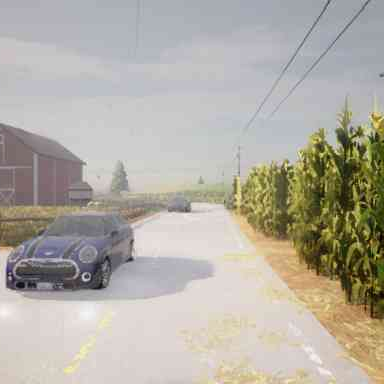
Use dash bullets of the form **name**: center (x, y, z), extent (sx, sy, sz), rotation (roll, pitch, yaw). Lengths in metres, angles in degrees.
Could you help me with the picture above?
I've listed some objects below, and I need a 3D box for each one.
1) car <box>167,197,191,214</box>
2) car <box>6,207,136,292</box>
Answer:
- **car**: center (-1.348, 1.349, 35.783), extent (2.097, 1.767, 4.553), rotation (0, 0, 5)
- **car**: center (-2.957, 1.350, 9.099), extent (2.097, 1.767, 4.553), rotation (0, 0, 2)
